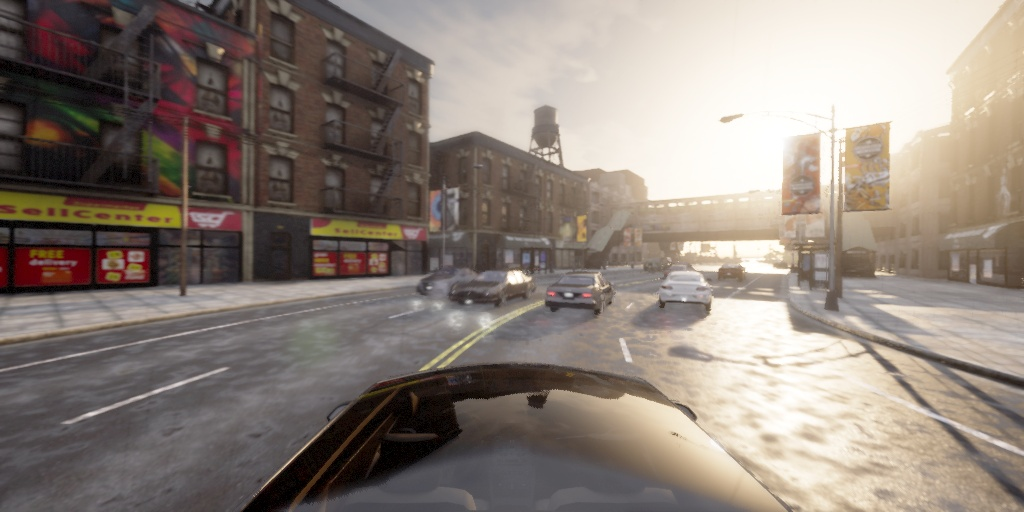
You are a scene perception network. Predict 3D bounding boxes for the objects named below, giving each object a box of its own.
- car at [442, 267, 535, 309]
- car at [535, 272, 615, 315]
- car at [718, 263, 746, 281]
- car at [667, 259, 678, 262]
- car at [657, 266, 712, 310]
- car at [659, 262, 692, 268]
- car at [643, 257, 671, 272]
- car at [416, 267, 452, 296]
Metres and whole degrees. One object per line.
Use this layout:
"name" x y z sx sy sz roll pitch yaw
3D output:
"car" -0.550 1.288 15.441 2.033 1.411 5.357 1 0 23
"car" 2.803 1.324 13.947 2.033 1.411 5.357 1 0 22
"car" 20.509 1.432 33.384 1.882 1.535 5.008 1 0 37
"car" 23.050 1.525 48.537 2.033 1.411 5.357 1 0 38
"car" 7.348 1.348 15.169 1.812 1.442 4.674 0 0 27
"car" 14.851 1.460 31.714 1.994 1.385 4.181 1 0 37
"car" 20.452 1.172 50.888 2.150 2.045 5.566 1 0 38
"car" -2.938 1.279 18.247 1.994 1.385 4.181 1 0 26
